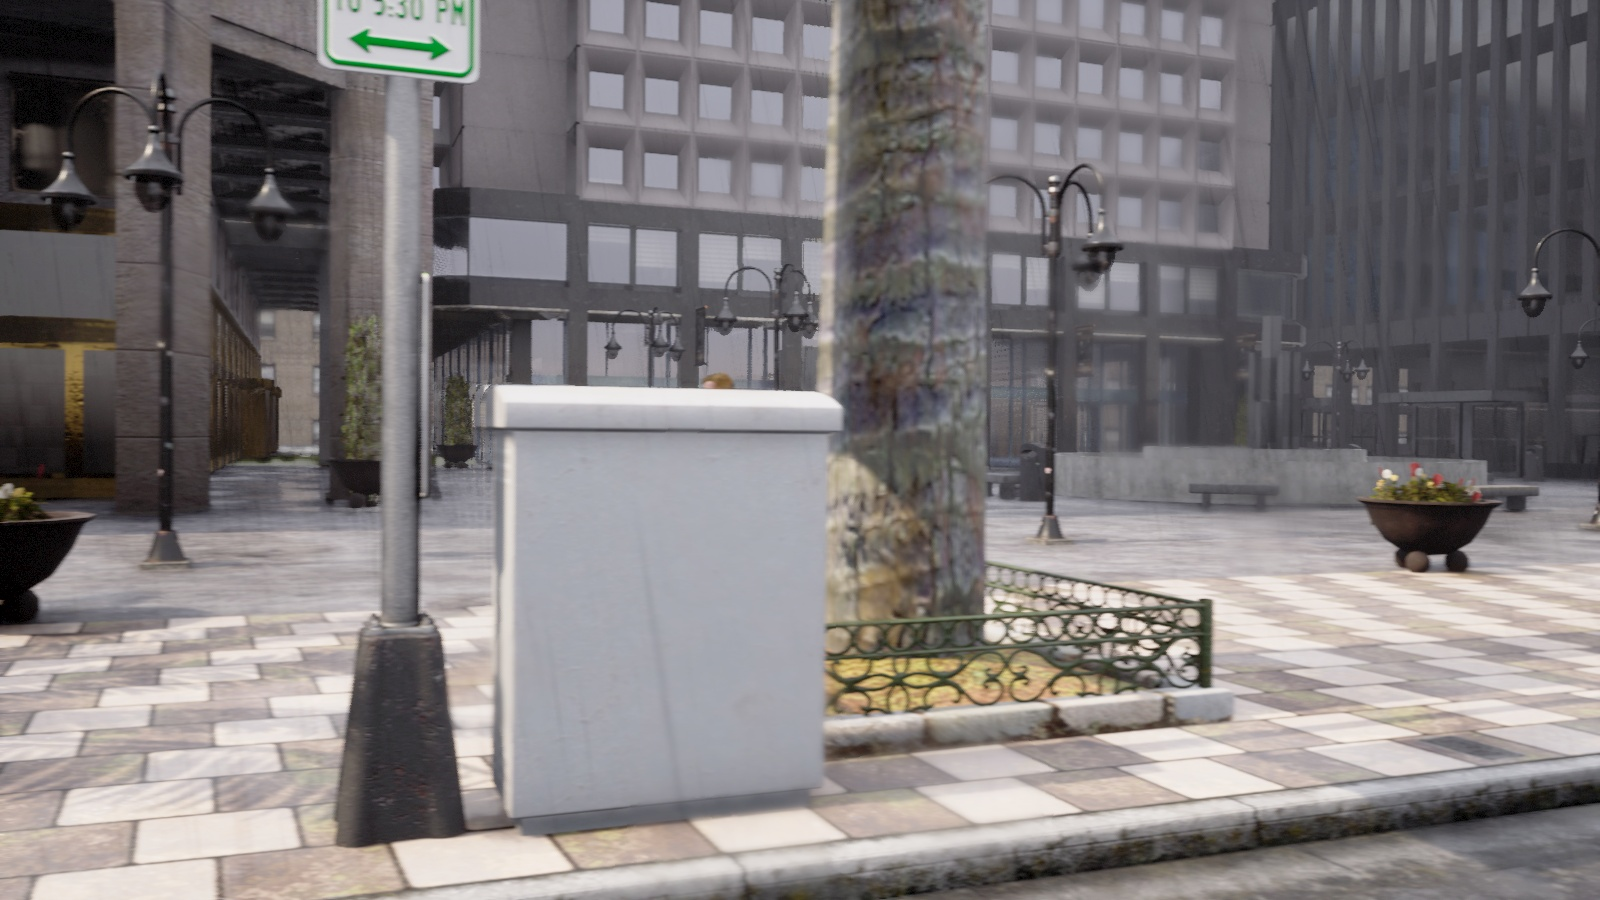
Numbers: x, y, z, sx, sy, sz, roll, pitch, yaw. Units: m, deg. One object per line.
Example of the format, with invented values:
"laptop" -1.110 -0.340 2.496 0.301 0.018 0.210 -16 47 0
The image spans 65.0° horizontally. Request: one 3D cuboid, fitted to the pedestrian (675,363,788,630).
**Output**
"pedestrian" -0.485 0.315 8.923 0.706 1.836 0.354 -1 1 -21
